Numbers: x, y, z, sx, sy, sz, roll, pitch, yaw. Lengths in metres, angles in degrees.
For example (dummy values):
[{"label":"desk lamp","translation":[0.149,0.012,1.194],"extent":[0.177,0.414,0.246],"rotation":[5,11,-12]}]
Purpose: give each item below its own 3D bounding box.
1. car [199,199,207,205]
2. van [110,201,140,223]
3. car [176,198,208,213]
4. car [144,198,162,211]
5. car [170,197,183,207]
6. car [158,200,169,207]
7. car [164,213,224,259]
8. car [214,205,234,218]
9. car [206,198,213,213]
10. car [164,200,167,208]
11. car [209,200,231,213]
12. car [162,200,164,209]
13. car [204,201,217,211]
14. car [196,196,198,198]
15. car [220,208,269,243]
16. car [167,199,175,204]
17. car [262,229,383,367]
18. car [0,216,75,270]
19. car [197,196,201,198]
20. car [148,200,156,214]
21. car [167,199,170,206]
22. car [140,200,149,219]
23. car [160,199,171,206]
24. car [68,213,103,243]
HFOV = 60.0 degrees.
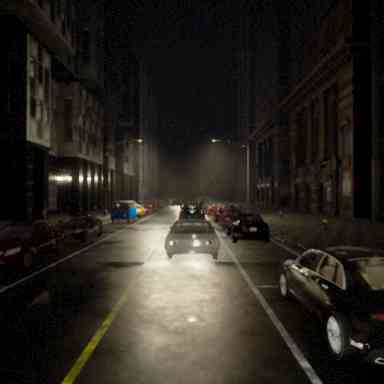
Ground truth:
[{"label":"car","translation":[2.766,2.454,84.255],"extent":[1.947,1.339,4.313],"rotation":[0,-1,0]},{"label":"van","translation":[-5.763,1.632,28.229],"extent":[1.690,1.788,3.998],"rotation":[0,-1,0]},{"label":"car","translation":[0.025,1.644,28.420],"extent":[2.097,1.767,4.553],"rotation":[0,-1,0]},{"label":"car","translation":[-5.762,1.781,45.034],"extent":[2.192,1.841,5.009],"rotation":[0,-1,0]},{"label":"car","translation":[-3.013,2.242,65.332],"extent":[1.994,1.385,4.181],"rotation":[0,-1,0]},{"label":"car","translation":[-5.760,2.270,67.438],"extent":[1.947,1.339,4.313],"rotation":[0,-1,0]},{"label":"car","translation":[0.021,1.738,13.252],"extent":[1.895,1.301,4.718],"rotation":[0,-1,0]},{"label":"car","translation":[2.763,1.815,22.640],"extent":[1.802,1.307,4.206],"rotation":[0,-1,0]},{"label":"car","translation":[2.763,1.847,39.445],"extent":[1.967,1.590,4.097],"rotation":[0,-1,0]},{"label":"car","translation":[-5.761,2.024,56.236],"extent":[1.967,1.590,4.097],"rotation":[0,-1,0]},{"label":"car","translation":[2.762,1.731,28.242],"extent":[1.967,1.590,4.097],"rotation":[0,-1,0]},{"label":"car","translation":[-5.761,2.106,50.633],"extent":[1.802,1.307,4.206],"rotation":[0,-1,0]},{"label":"car","translation":[2.764,2.052,50.818],"extent":[1.752,1.417,4.829],"rotation":[0,-1,0]},{"label":"car","translation":[2.765,2.141,78.656],"extent":[2.192,1.841,5.009],"rotation":[0,-1,0]},{"label":"car","translation":[2.762,1.741,17.038],"extent":[1.947,1.339,4.313],"rotation":[0,-1,0]},{"label":"car","translation":[-5.759,2.495,89.846],"extent":[1.887,1.381,4.507],"rotation":[0,-1,0]},{"label":"car","translation":[2.761,1.612,5.836],"extent":[2.008,1.369,4.403],"rotation":[0,-1,0]},{"label":"car","translation":[-5.763,1.700,11.421],"extent":[1.802,1.307,4.206],"rotation":[0,-1,0]},{"label":"car","translation":[2.764,2.019,67.453],"extent":[2.192,1.841,5.009],"rotation":[0,-1,0]},{"label":"car","translation":[-5.762,1.989,39.429],"extent":[1.802,1.307,4.206],"rotation":[0,-1,0]},{"label":"car","translation":[-5.760,2.194,61.837],"extent":[2.008,1.369,4.403],"rotation":[0,-1,0]},{"label":"car","translation":[-5.762,1.872,33.658],"extent":[1.752,1.417,4.829],"rotation":[0,-1,0]},{"label":"car","translation":[-5.760,2.330,73.040],"extent":[1.947,1.339,4.313],"rotation":[0,-1,0]},{"label":"car","translation":[-5.763,1.757,17.022],"extent":[1.802,1.307,4.206],"rotation":[0,-1,0]}]
